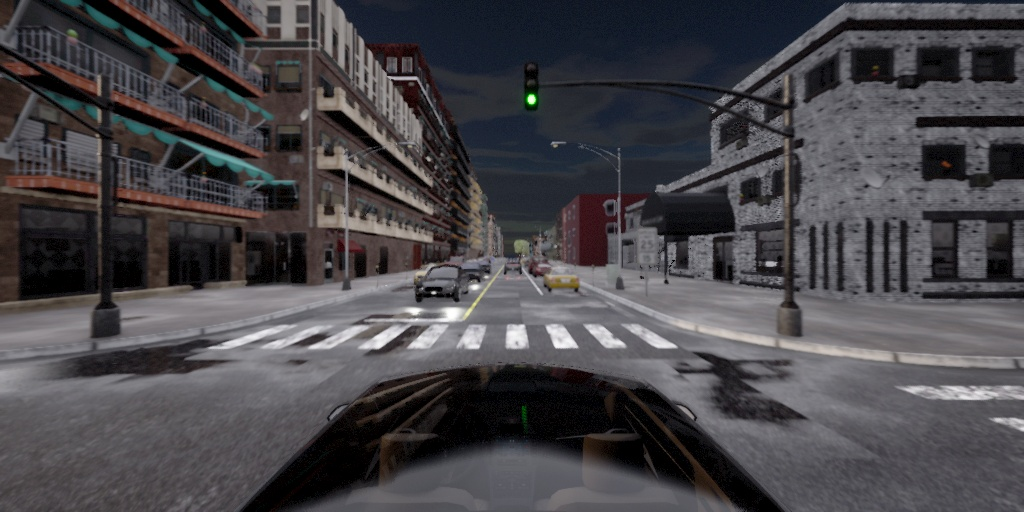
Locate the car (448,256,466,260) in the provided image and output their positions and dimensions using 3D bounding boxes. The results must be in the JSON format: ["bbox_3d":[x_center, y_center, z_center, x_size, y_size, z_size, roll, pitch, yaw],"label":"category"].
[{"bbox_3d":[-5.688,0.933,36.764,2.192,1.841,5.009,0,0,0],"label":"car"}]

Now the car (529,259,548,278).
[{"bbox_3d":[2.692,1.194,31.225,1.802,1.307,4.207,0,0,0],"label":"car"}]

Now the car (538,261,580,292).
[{"bbox_3d":[2.691,1.181,20.317,1.751,1.417,4.829,0,0,0],"label":"car"}]

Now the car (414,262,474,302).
[{"bbox_3d":[-3.097,1.194,16.646,1.837,1.490,4.892,0,0,0],"label":"car"}]

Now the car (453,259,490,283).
[{"bbox_3d":[-3.083,1.194,27.206,2.033,1.411,5.357,0,0,0],"label":"car"}]

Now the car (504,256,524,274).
[{"bbox_3d":[0.100,1.084,38.626,2.128,1.511,4.902,0,0,0],"label":"car"}]

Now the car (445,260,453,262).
[{"bbox_3d":[-5.690,1.186,25.515,1.751,1.417,4.829,0,0,0],"label":"car"}]

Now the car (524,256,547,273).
[{"bbox_3d":[2.692,0.906,36.764,2.192,1.841,5.009,0,0,0],"label":"car"}]

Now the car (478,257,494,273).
[{"bbox_3d":[-3.073,1.154,37.634,2.033,1.411,5.357,0,0,0],"label":"car"}]
